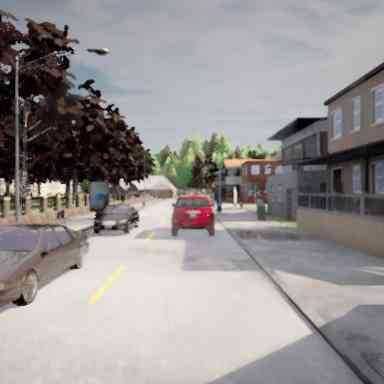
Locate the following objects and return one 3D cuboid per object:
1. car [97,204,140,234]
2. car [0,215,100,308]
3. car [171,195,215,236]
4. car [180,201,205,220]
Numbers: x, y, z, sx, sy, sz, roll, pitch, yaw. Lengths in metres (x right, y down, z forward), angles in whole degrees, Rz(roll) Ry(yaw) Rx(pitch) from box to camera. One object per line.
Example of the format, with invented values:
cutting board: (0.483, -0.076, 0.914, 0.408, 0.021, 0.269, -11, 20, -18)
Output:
car: (-4.140, 1.450, 18.952, 2.128, 1.511, 4.902, 0, 0, 0)
car: (-4.120, 1.531, 8.300, 2.033, 1.411, 5.357, 0, 0, 0)
car: (0.044, 1.178, 18.180, 2.150, 2.045, 5.566, 0, 0, 0)
car: (0.017, 1.496, 28.550, 1.994, 1.385, 4.181, 0, 0, 0)
